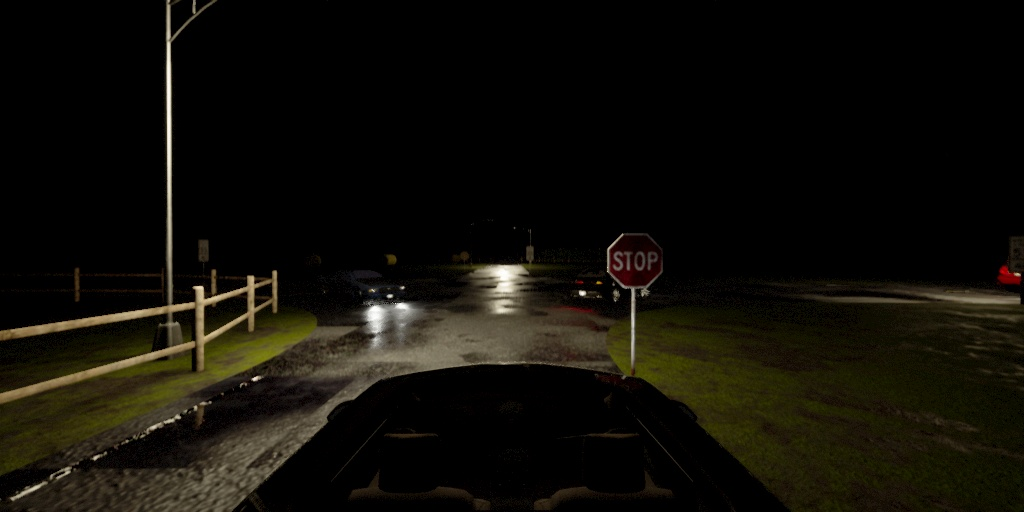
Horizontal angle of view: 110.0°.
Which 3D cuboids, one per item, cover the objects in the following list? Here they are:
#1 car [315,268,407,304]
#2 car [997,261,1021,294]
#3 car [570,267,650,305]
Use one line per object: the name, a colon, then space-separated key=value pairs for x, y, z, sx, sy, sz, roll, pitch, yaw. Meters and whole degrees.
car: x=-7.125 y=1.261 z=16.570 sx=5.357 sy=1.411 sz=2.033 roll=1 pitch=0 yaw=39
car: x=29.451 y=1.067 z=18.948 sx=5.566 sy=2.045 sz=2.150 roll=0 pitch=1 yaw=0
car: x=4.485 y=1.242 z=16.110 sx=1.837 sy=1.490 sz=4.892 roll=-1 pitch=-1 yaw=43
